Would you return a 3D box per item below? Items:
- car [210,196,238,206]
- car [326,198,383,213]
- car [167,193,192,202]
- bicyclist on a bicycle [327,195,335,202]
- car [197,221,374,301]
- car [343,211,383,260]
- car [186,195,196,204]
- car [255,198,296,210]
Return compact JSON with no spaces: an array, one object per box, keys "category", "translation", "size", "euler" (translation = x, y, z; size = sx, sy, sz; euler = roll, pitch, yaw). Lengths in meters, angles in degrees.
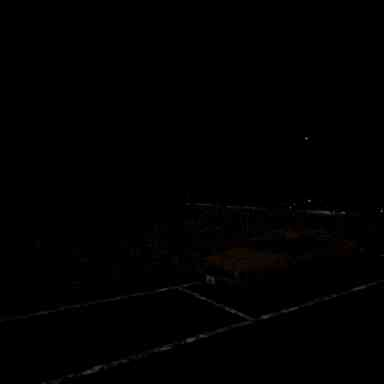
[{"category":"car","translation":[4.336,1.248,45.367],"size":[1.994,1.385,4.181],"euler":[1,0,-34]},{"category":"car","translation":[14.700,1.342,30.230],"size":[2.128,1.511,4.902],"euler":[1,0,-34]},{"category":"car","translation":[-2.327,1.056,60.717],"size":[2.128,1.511,4.902],"euler":[1,0,-34]},{"category":"bicyclist on a bicycle","translation":[16.306,1.158,38.926],"size":[1.656,1.620,0.582],"euler":[0,0,-34]},{"category":"car","translation":[2.372,1.527,8.357],"size":[4.829,1.417,1.752],"euler":[0,1,-35]},{"category":"car","translation":[7.132,1.547,11.662],"size":[4.507,1.381,1.887],"euler":[0,1,-35]},{"category":"car","translation":[-1.261,1.193,53.575],"size":[1.895,1.301,4.718],"euler":[1,0,-34]},{"category":"car","translation":[9.460,1.367,37.875],"size":[1.895,1.301,4.718],"euler":[1,0,-34]}]
